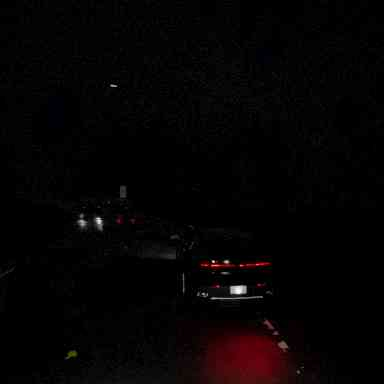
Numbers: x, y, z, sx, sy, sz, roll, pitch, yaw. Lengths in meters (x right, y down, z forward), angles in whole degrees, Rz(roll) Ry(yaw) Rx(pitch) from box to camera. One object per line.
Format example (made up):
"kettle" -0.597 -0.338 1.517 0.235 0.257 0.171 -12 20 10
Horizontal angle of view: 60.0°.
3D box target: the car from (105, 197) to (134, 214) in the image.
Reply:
"car" -7.470 1.382 34.822 1.882 1.535 5.008 1 0 -24

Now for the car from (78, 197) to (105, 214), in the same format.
"car" -10.366 1.346 33.450 1.882 1.535 5.008 1 0 -23

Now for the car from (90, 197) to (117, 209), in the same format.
"car" -11.744 1.379 43.865 2.033 1.411 5.357 1 0 -31

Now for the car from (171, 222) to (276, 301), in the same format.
"car" 0.580 1.506 8.379 1.837 1.490 4.892 0 0 -6
